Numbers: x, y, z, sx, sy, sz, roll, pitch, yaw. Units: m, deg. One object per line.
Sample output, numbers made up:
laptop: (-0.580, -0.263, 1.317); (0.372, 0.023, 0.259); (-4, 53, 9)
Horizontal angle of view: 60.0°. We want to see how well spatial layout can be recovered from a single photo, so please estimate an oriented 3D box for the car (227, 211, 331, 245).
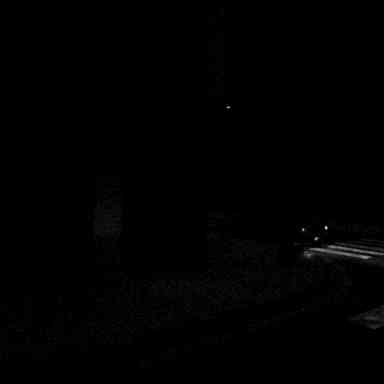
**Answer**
car: (3.764, 1.538, 15.108); (1.895, 1.301, 4.718); (0, 0, -33)
